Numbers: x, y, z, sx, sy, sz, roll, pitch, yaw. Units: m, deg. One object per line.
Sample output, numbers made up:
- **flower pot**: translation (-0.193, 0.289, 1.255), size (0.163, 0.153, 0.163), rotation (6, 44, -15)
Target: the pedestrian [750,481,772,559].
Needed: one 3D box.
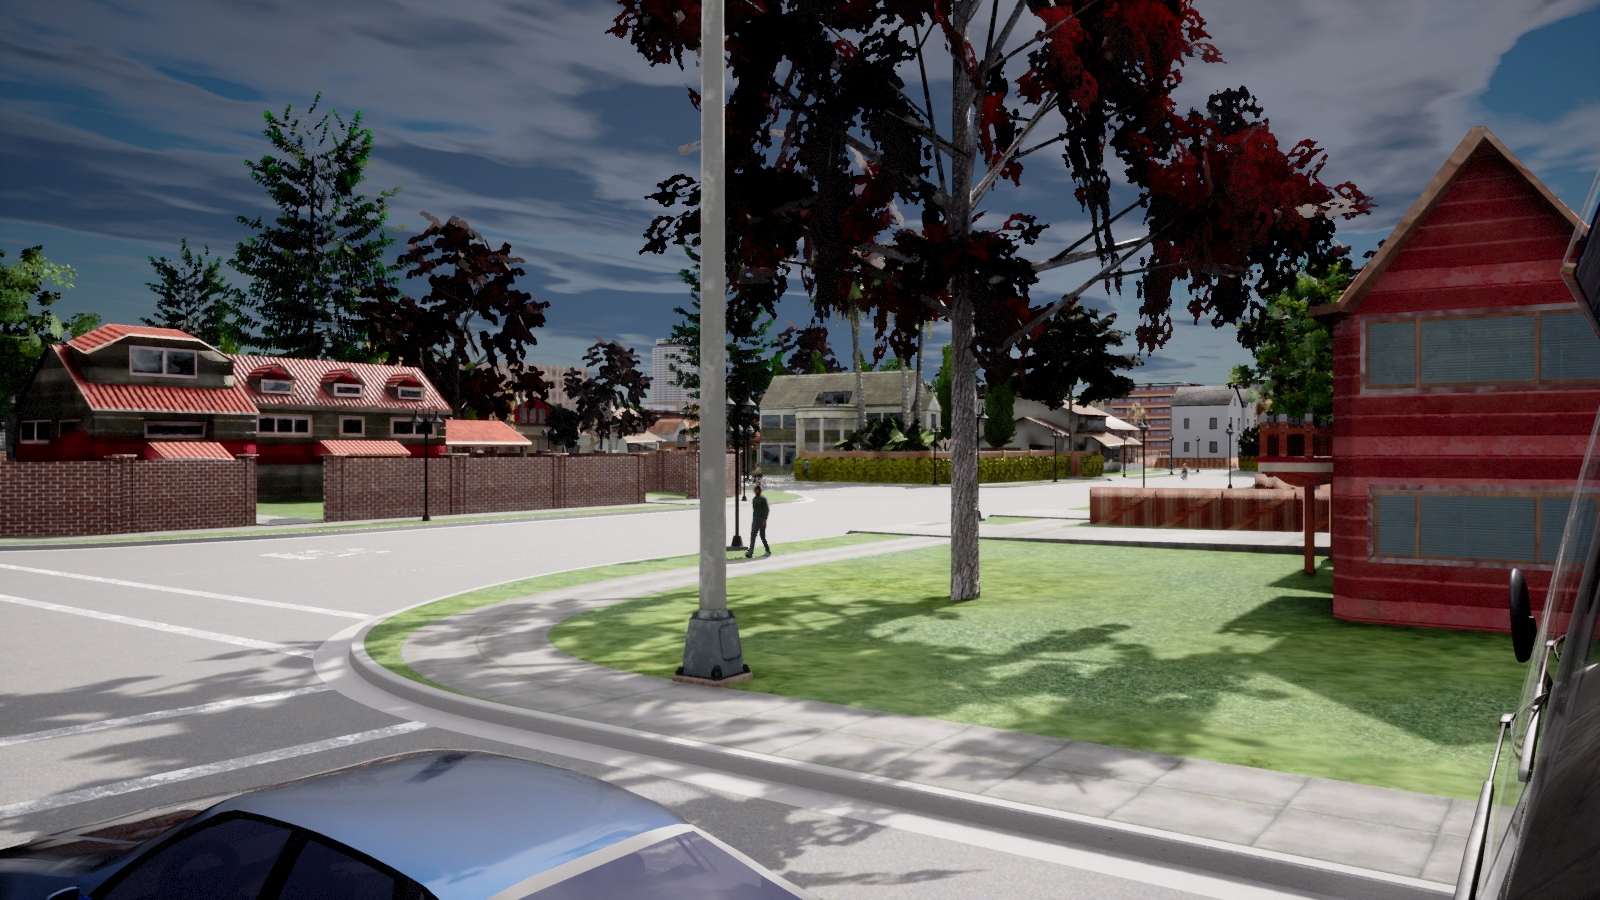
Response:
- **pedestrian**: translation (-0.952, 1.704, 27.899), size (0.375, 1.860, 0.375), rotation (0, 0, 35)

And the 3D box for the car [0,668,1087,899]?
- **car**: translation (-1.713, 2.106, 4.943), size (5.357, 1.411, 2.033), rotation (0, 0, 36)

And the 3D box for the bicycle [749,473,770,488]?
- **bicycle**: translation (-2.996, 2.256, 84.640), size (0.859, 1.080, 1.487), rotation (0, 0, 34)
